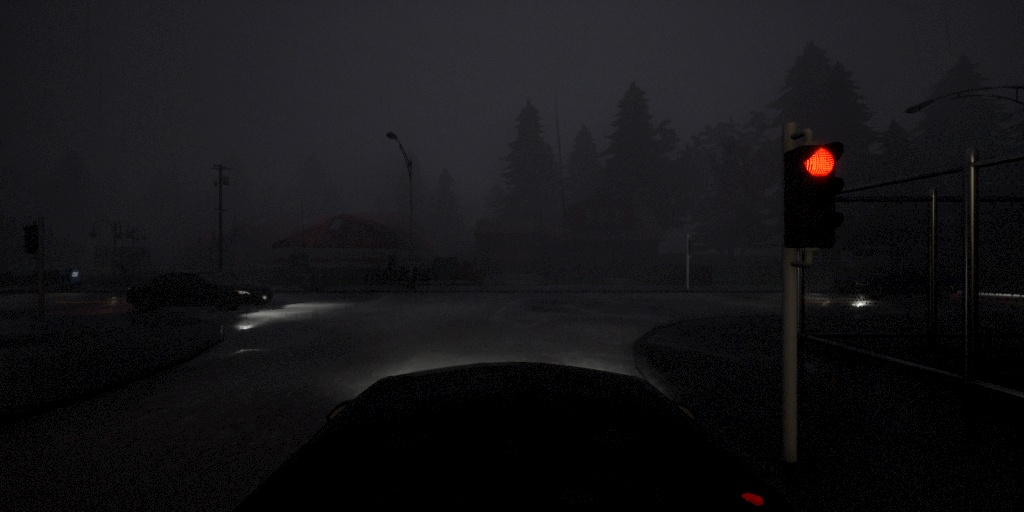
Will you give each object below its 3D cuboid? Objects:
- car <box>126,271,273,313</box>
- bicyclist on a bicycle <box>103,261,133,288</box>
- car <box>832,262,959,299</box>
[{"bbox_3d":[-11.611,1.275,13.446,4.674,1.442,1.812,0,0,0],"label":"car"},{"bbox_3d":[-23.979,1.098,21.830,0.582,1.620,1.656,0,0,0],"label":"bicyclist on a bicycle"},{"bbox_3d":[18.727,1.228,17.646,5.008,1.535,1.882,0,0,0],"label":"car"}]
